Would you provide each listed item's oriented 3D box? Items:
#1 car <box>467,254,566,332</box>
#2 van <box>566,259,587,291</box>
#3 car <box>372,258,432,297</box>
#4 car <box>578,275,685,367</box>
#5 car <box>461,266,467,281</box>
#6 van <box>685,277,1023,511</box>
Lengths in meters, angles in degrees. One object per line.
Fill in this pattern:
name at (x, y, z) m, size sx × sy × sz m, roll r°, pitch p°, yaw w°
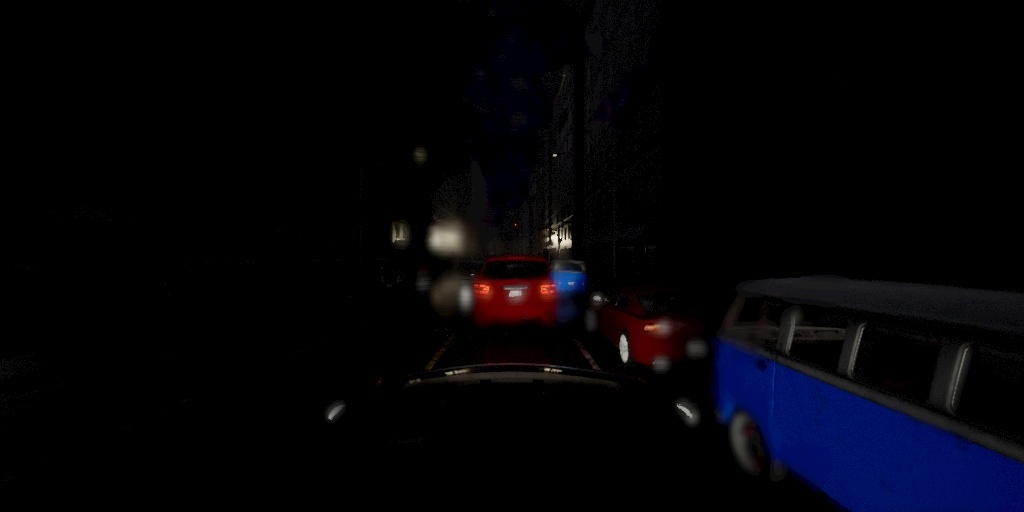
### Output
car at (0.119, 0.969, 10.991) m, size 2.150 × 2.045 × 5.566 m, roll 0°, pitch 0°, yaw 0°
van at (2.890, 1.083, 19.089) m, size 1.690 × 1.789 × 3.998 m, roll 0°, pitch 0°, yaw 0°
car at (-5.635, 1.057, 19.066) m, size 2.192 × 1.841 × 5.009 m, roll 0°, pitch 0°, yaw 0°
car at (2.867, 1.293, 7.768) m, size 1.888 × 1.381 × 4.507 m, roll 0°, pitch 0°, yaw 0°
car at (-2.946, 1.313, 29.554) m, size 1.994 × 1.385 × 4.181 m, roll 0°, pitch 0°, yaw 0°
van at (2.856, 1.091, 2.107) m, size 1.690 × 1.789 × 3.998 m, roll 0°, pitch 0°, yaw 0°
